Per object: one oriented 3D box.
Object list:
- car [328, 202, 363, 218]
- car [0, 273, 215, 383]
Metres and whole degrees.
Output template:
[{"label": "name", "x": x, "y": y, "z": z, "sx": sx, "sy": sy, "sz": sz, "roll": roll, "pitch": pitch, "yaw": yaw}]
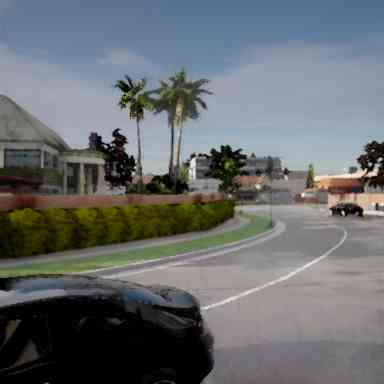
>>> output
[{"label": "car", "x": 16.370, "y": 1.895, "z": 35.576, "sx": 1.837, "sy": 1.490, "sz": 4.892, "roll": 0, "pitch": -1, "yaw": -2}, {"label": "car", "x": -1.868, "y": 1.564, "z": 2.842, "sx": 4.674, "sy": 1.442, "sz": 1.812, "roll": 0, "pitch": 0, "yaw": -38}]
